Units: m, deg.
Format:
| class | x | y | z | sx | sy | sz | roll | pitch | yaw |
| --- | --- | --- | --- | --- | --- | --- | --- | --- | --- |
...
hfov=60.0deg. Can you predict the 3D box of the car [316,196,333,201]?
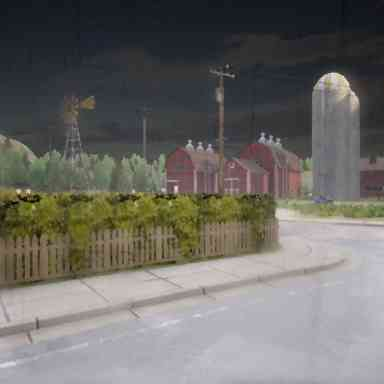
| class | x | y | z | sx | sy | sz | roll | pitch | yaw |
| --- | --- | --- | --- | --- | --- | --- | --- | --- | --- |
| car | 22.029 | 1.440 | 55.323 | 2.242 | 1.667 | 4.611 | 0 | 0 | 34 |
